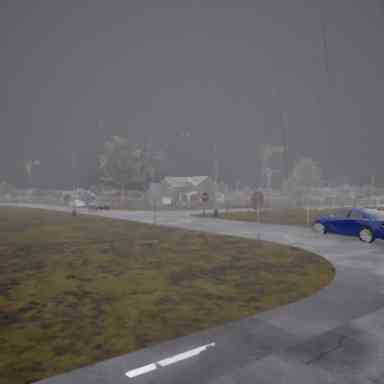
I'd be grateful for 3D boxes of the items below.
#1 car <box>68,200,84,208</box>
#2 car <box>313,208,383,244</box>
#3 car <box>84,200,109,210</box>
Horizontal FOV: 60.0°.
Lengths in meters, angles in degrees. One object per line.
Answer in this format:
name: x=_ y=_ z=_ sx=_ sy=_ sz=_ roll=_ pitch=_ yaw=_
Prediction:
car: x=-19.304 y=2.001 z=55.669 sx=1.812 sy=1.442 sz=4.674 roll=0 pitch=-1 yaw=-36
car: x=8.143 y=1.526 z=16.481 sx=1.882 sy=1.535 sz=5.008 roll=0 pitch=0 yaw=-20
car: x=-13.498 y=1.902 z=47.680 sx=1.994 sy=1.385 sz=4.181 roll=0 pitch=0 yaw=-35
